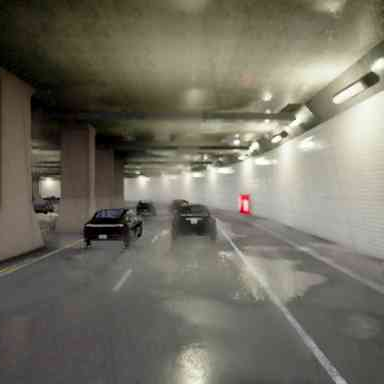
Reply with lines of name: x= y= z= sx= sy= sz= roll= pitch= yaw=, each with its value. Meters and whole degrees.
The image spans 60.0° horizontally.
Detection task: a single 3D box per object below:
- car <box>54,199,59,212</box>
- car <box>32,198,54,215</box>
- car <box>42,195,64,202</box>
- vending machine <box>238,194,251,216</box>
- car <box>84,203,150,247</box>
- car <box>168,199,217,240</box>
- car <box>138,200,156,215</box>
car: x=-11.793 y=1.527 z=32.719 sx=1.812 sy=1.442 sz=4.674 roll=0 pitch=0 yaw=-10
car: x=-15.575 y=1.548 z=34.364 sx=2.033 sy=1.411 sz=5.357 roll=0 pitch=0 yaw=-11
car: x=-29.509 y=1.428 z=70.562 sx=5.357 sy=1.411 sz=2.033 roll=0 pitch=0 yaw=39
vending machine: x=5.069 y=1.198 z=32.216 sx=1.100 sy=2.100 sz=0.880 roll=0 pitch=0 yaw=-7
car: x=-3.406 y=1.492 z=15.135 sx=2.128 sy=1.511 sz=4.902 roll=0 pitch=0 yaw=0
car: x=0.073 y=1.353 z=17.080 sx=2.097 sy=1.767 sz=4.553 roll=0 pitch=0 yaw=-1
car: x=-4.647 y=1.493 z=33.303 sx=2.128 sy=1.511 sz=4.902 roll=0 pitch=0 yaw=-9
